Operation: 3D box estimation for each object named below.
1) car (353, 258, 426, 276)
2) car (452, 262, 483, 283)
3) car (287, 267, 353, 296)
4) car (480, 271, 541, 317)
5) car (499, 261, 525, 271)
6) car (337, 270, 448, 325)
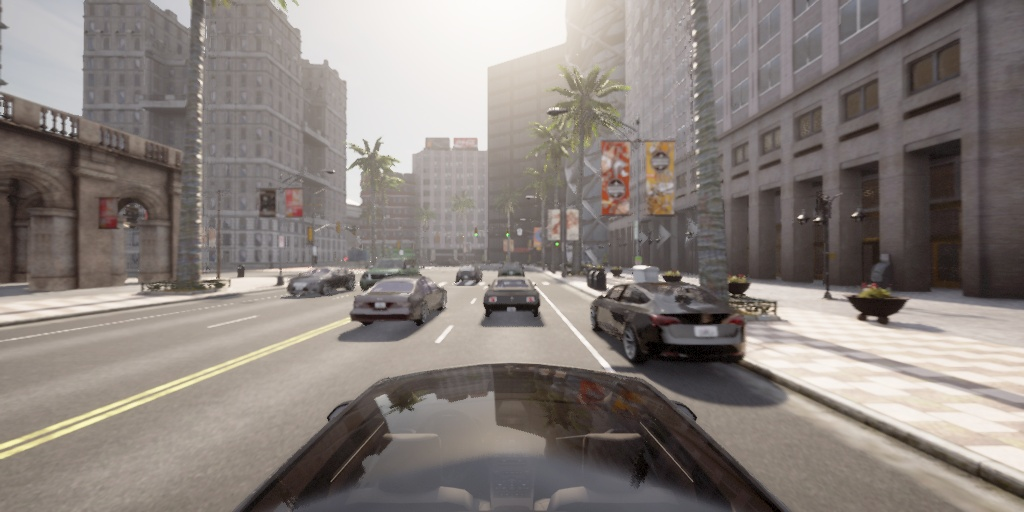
[{"bbox_3d":[-7.081,1.110,21.565,2.150,2.045,5.566,0,-1,0],"label":"car"},{"bbox_3d":[-3.526,1.468,29.902,1.812,1.442,4.674,0,0,0],"label":"car"},{"bbox_3d":[-10.590,1.369,20.321,2.128,1.511,4.902,0,0,0],"label":"car"},{"bbox_3d":[0.006,1.432,13.646,1.895,1.301,4.718,0,0,0],"label":"car"},{"bbox_3d":[-0.029,1.288,29.170,2.097,1.767,4.553,0,0,0],"label":"car"},{"bbox_3d":[-3.504,1.369,12.074,2.033,1.411,5.357,0,0,0],"label":"car"}]
